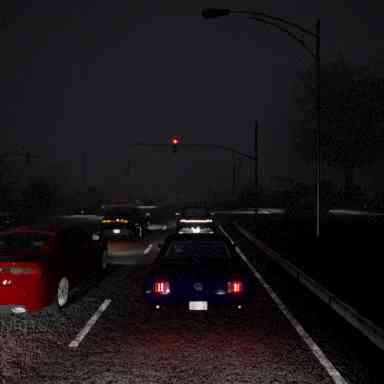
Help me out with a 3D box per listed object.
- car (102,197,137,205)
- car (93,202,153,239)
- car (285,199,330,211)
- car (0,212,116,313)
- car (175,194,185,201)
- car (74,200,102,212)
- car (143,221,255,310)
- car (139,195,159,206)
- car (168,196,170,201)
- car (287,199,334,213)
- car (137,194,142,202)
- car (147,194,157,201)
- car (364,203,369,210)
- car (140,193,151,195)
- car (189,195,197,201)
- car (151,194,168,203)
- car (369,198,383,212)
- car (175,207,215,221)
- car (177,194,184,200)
[{"bbox_3d":[-7.016,1.477,32.739,1.882,1.535,5.008,0,0,0],"label":"car"},{"bbox_3d":[-3.356,1.505,17.266,1.837,1.490,4.892,0,0,0],"label":"car"},{"bbox_3d":[13.684,1.526,39.620,4.674,1.442,1.812,0,0,5],"label":"car"},{"bbox_3d":[-3.381,1.478,7.768,1.882,1.535,5.008,0,0,0],"label":"car"},{"bbox_3d":[-3.275,1.532,84.626,2.033,1.411,5.357,0,0,0],"label":"car"},{"bbox_3d":[-10.511,1.547,34.576,2.033,1.411,5.357,0,0,0],"label":"car"},{"bbox_3d":[0.120,1.601,7.741,1.895,1.301,4.718,0,0,0],"label":"car"},{"bbox_3d":[-6.949,1.601,54.462,1.895,1.301,4.718,0,0,0],"label":"car"},{"bbox_3d":[-6.781,1.355,83.232,2.097,1.767,4.553,0,0,0],"label":"car"},{"bbox_3d":[12.815,1.491,36.166,4.902,1.511,2.128,0,0,3],"label":"car"},{"bbox_3d":[-10.428,1.547,58.320,2.033,1.411,5.357,0,0,0],"label":"car"},{"bbox_3d":[-10.270,1.348,85.752,2.097,1.767,4.553,0,0,0],"label":"car"},{"bbox_3d":[22.860,1.484,39.100,4.902,1.511,2.128,0,0,3],"label":"car"},{"bbox_3d":[-10.315,1.225,71.080,2.150,2.045,5.566,0,0,0],"label":"car"},{"bbox_3d":[0.225,1.500,84.631,1.837,1.490,4.892,0,0,0],"label":"car"},{"bbox_3d":[-6.819,1.543,69.273,2.033,1.411,5.357,0,0,0],"label":"car"},{"bbox_3d":[22.235,1.470,35.629,5.008,1.535,1.882,0,0,3],"label":"car"},{"bbox_3d":[0.154,1.491,17.003,2.128,1.511,4.902,0,0,-1],"label":"car"},{"bbox_3d":[-3.207,1.328,95.035,1.882,1.535,5.008,0,0,1],"label":"car"}]
